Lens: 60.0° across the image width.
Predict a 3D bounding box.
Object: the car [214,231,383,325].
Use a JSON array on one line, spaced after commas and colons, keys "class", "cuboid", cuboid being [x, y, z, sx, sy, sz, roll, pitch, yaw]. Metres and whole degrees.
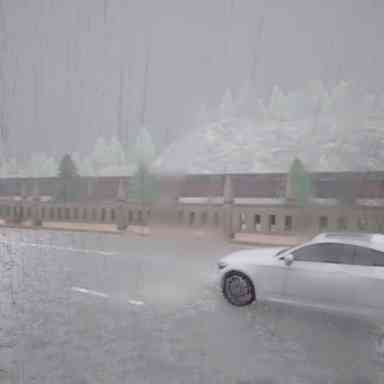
[{"class": "car", "cuboid": [2.639, 1.464, 6.142, 4.674, 1.442, 1.812, 0, 0, 35]}]
